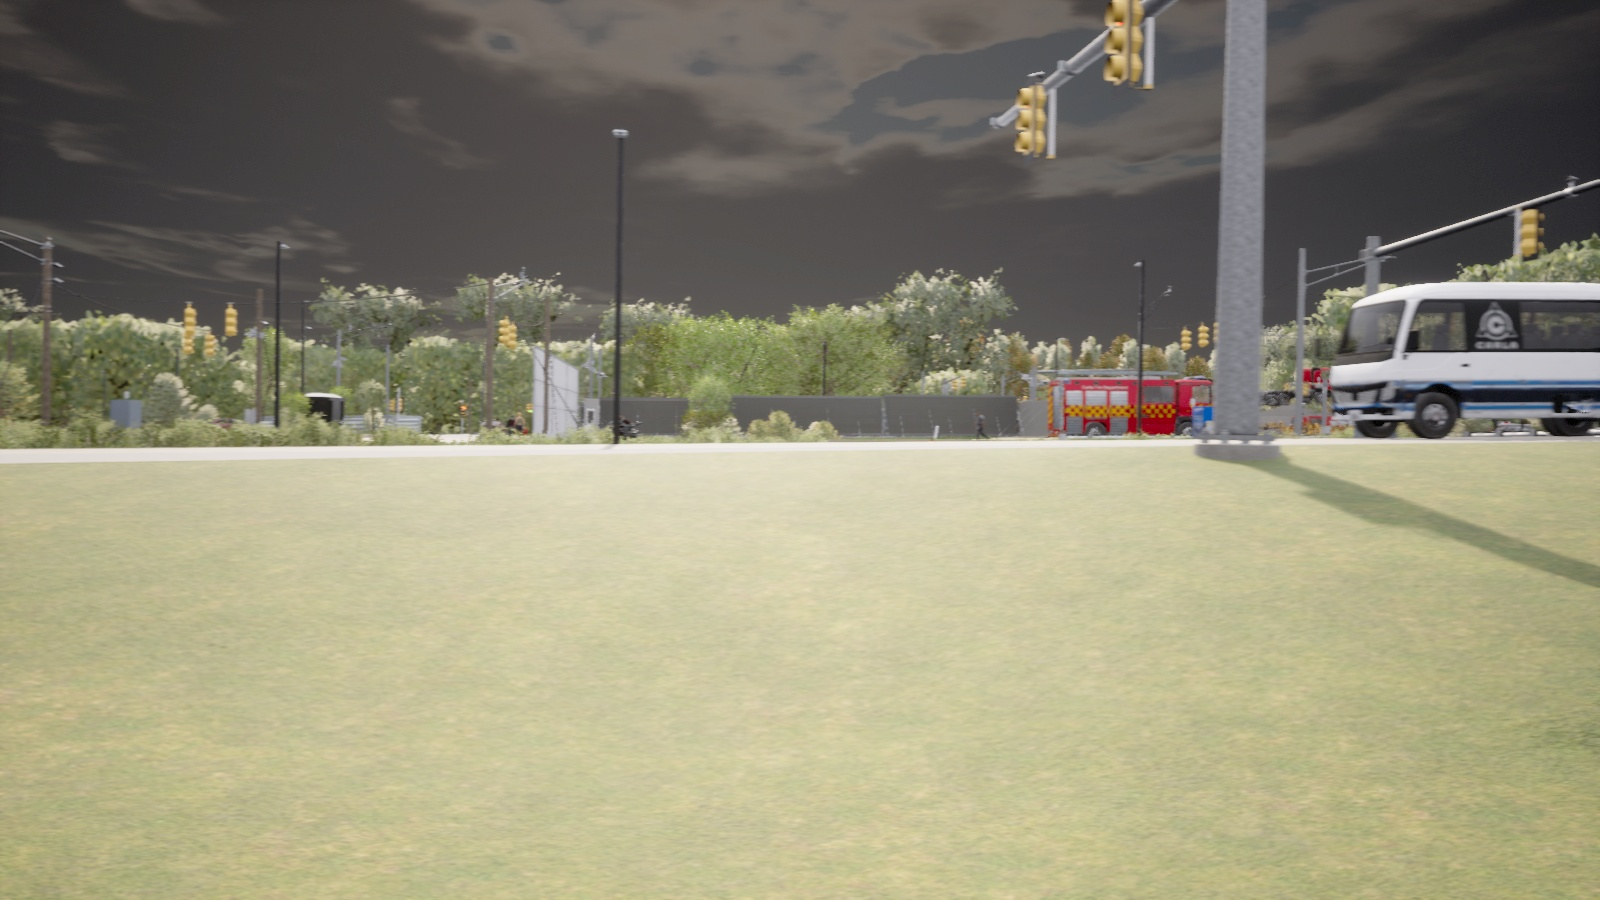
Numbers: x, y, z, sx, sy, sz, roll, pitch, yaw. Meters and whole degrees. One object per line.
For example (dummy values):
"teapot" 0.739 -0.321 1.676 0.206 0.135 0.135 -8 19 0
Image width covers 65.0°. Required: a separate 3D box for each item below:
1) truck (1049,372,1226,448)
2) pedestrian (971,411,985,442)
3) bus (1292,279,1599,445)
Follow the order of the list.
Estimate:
"truck" 17.627 -2.071 65.862 8.468 3.827 2.891 0 1 -6
"pedestrian" 10.583 -1.412 74.718 0.694 1.848 0.540 1 1 -5
"bus" 19.500 -2.300 34.727 10.273 4.253 3.944 0 1 -5
